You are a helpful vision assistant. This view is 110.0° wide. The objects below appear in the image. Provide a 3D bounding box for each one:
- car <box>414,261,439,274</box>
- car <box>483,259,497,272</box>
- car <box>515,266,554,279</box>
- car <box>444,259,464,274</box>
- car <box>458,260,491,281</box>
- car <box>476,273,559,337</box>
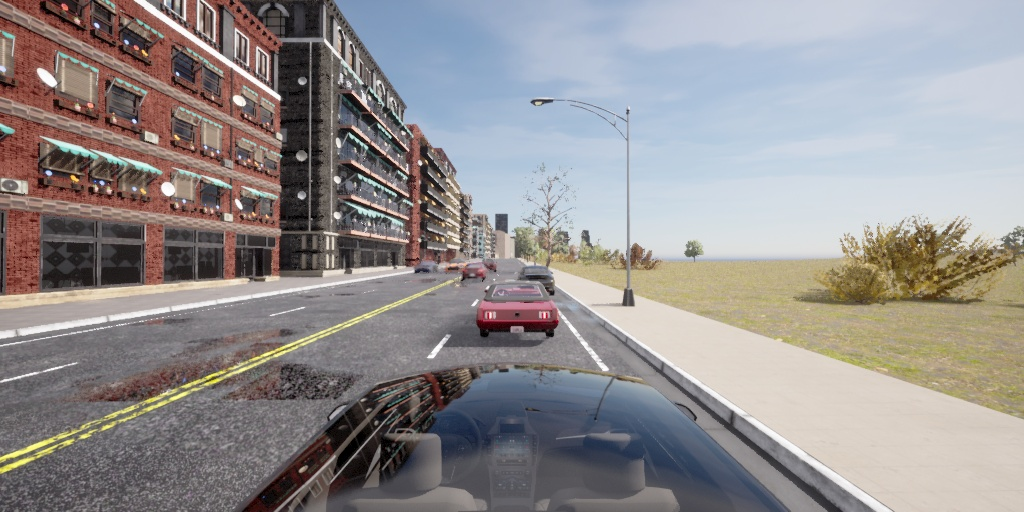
[{"bbox_3d":[-9.674,1.298,41.177,2.033,1.411,5.357,0,0,0],"label":"car"},{"bbox_3d":[-2.948,1.103,45.324,2.097,1.767,4.553,0,0,-1],"label":"car"},{"bbox_3d":[1.215,1.257,19.424,1.837,1.490,4.892,0,0,0],"label":"car"},{"bbox_3d":[-6.423,1.103,41.438,2.097,1.767,4.553,0,0,0],"label":"car"},{"bbox_3d":[-3.026,1.278,29.745,1.812,1.442,4.674,0,0,0],"label":"car"},{"bbox_3d":[0.136,1.352,10.224,1.895,1.301,4.718,0,0,0],"label":"car"}]
